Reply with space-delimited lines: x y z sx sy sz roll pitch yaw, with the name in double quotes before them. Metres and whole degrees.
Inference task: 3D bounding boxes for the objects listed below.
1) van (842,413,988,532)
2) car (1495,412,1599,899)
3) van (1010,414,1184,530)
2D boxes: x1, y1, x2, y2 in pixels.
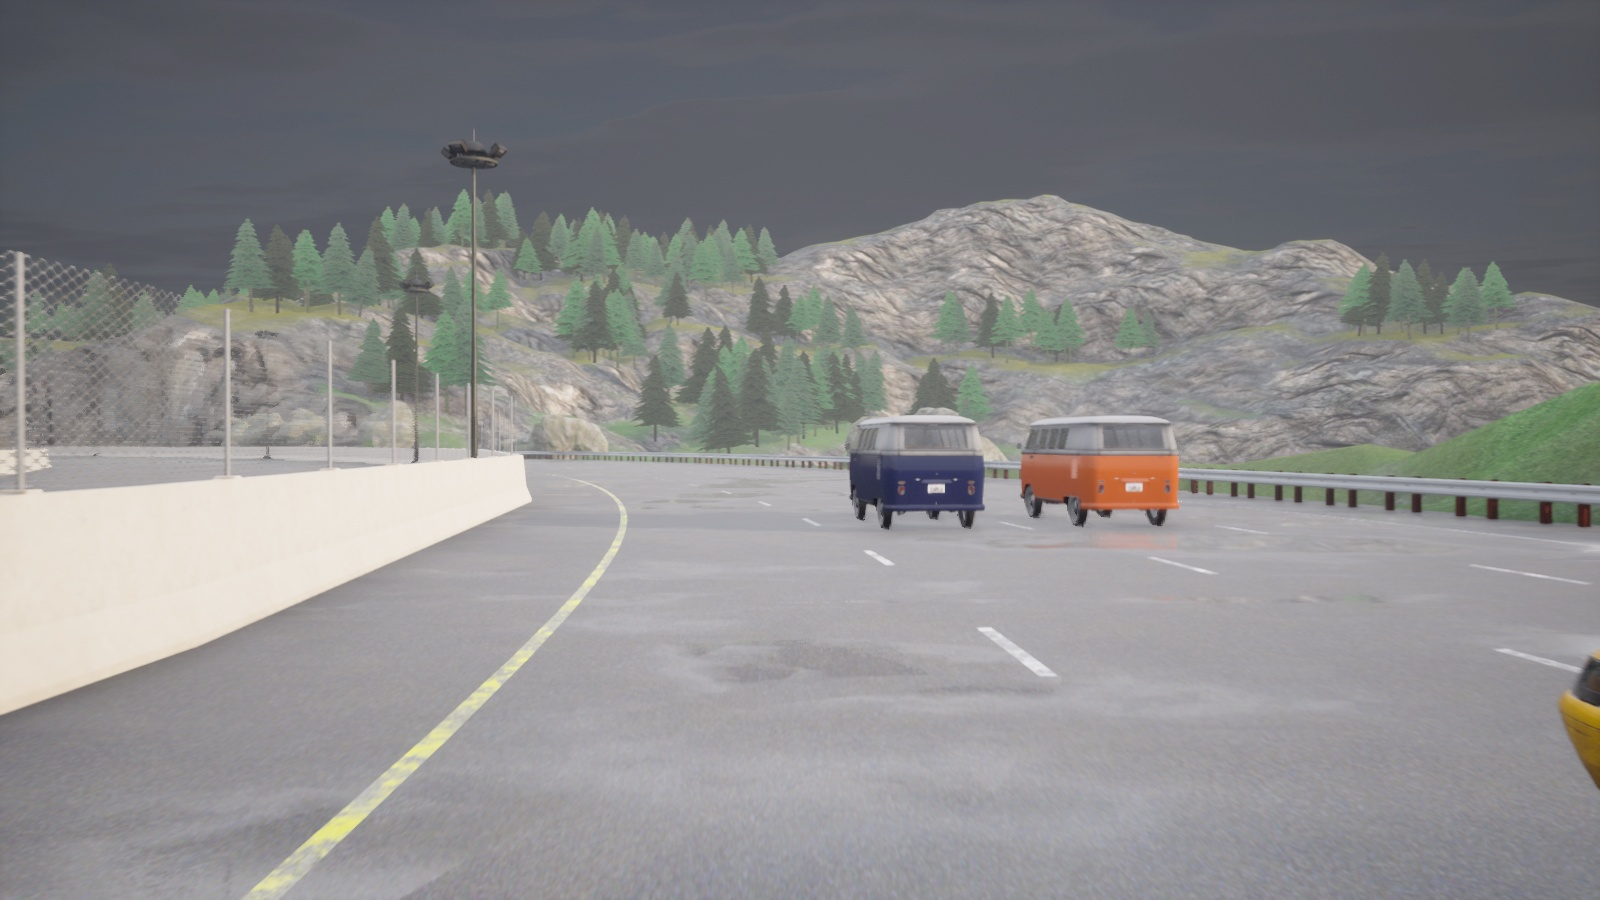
"van" 2.014 0.369 23.248 1.775 1.987 4.442 0 0 -7
"car" 3.515 0.676 1.994 1.801 1.575 5.366 0 0 -1
"van" 5.475 0.368 23.775 1.775 1.987 4.442 0 0 -7
